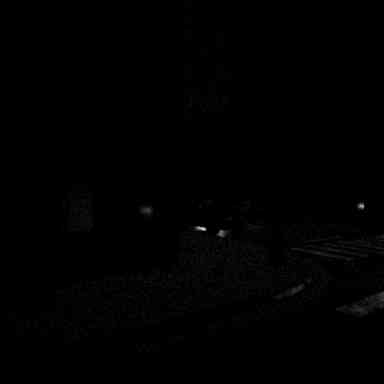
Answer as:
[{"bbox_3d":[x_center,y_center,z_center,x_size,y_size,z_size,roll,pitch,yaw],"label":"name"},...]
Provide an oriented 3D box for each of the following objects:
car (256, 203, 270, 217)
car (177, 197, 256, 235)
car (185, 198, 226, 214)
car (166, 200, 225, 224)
[{"bbox_3d":[4.351,1.360,28.092,1.752,1.417,4.829,1,0,-36],"label":"car"},{"bbox_3d":[0.784,1.217,18.513,2.192,1.841,5.009,1,0,-36],"label":"car"},{"bbox_3d":[1.224,1.341,32.387,1.802,1.307,4.206,1,0,-36],"label":"car"},{"bbox_3d":[0.134,1.361,24.066,1.812,1.442,4.674,0,1,-36],"label":"car"}]
